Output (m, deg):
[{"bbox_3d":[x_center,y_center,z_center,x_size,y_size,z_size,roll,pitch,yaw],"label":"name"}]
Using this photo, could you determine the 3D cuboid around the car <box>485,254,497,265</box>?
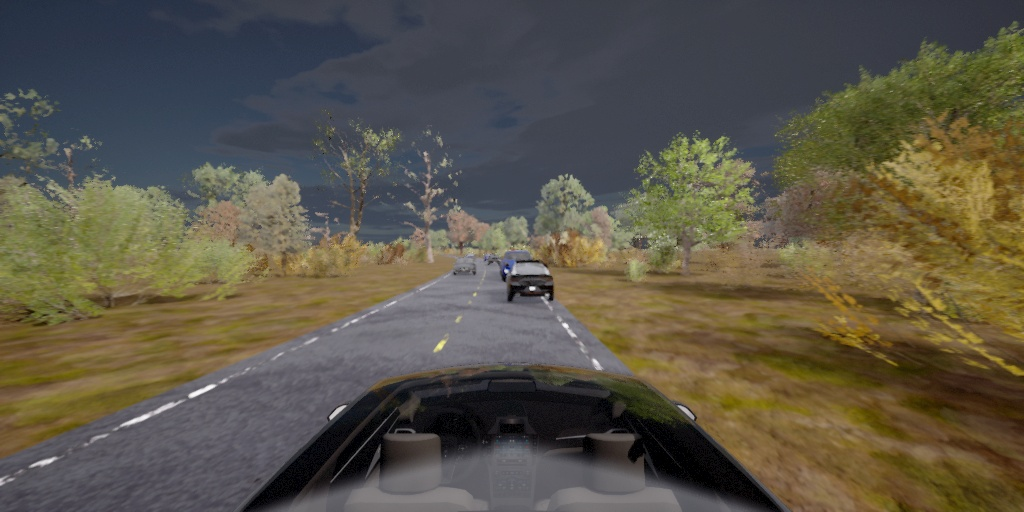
[{"bbox_3d":[-2.622,0.551,52.720,1.837,1.490,4.892,0,1,-6],"label":"car"}]

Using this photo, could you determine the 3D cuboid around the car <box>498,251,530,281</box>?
[{"bbox_3d":[0.301,0.632,26.015,2.150,2.045,5.566,0,1,-3],"label":"car"}]

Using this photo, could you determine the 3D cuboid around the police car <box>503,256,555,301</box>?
[{"bbox_3d":[0.696,0.971,16.058,1.930,1.638,5.238,0,1,-2],"label":"police car"}]

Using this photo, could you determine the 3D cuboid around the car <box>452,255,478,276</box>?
[{"bbox_3d":[-3.980,0.859,30.911,1.837,1.490,4.892,0,0,-3],"label":"car"}]
